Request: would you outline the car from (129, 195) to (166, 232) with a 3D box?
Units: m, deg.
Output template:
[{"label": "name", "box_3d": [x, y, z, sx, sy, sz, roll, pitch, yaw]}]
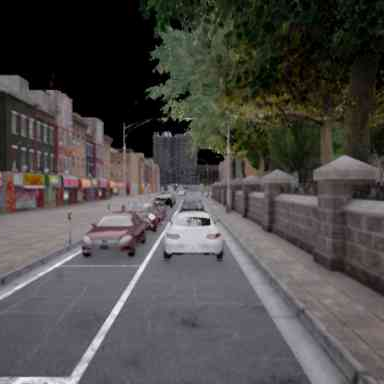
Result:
[{"label": "car", "box_3d": [-2.660, 1.181, 17.818, 1.967, 1.590, 4.097, 0, 1, 0]}]

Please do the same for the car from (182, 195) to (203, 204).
[{"label": "car", "box_3d": [0.046, 1.175, 29.426, 1.895, 1.301, 4.718, 0, 1, 0]}]

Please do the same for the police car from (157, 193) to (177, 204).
[{"label": "police car", "box_3d": [-3.054, 0.882, 37.649, 1.930, 1.638, 5.238, 0, 1, 0]}]

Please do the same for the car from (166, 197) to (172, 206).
[{"label": "car", "box_3d": [-2.667, 1.242, 23.495, 1.802, 1.307, 4.206, 0, 1, 0]}]

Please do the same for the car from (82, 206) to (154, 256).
[{"label": "car", "box_3d": [-2.653, 1.405, 12.145, 1.802, 1.307, 4.206, 0, 1, 0]}]

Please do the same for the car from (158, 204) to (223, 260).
[{"label": "car", "box_3d": [0.054, 1.356, 11.590, 1.812, 1.442, 4.674, 0, 1, 1]}]

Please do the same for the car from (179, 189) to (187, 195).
[{"label": "car", "box_3d": [-2.740, 0.330, 84.304, 1.752, 1.417, 4.829, 0, 1, 0]}]
